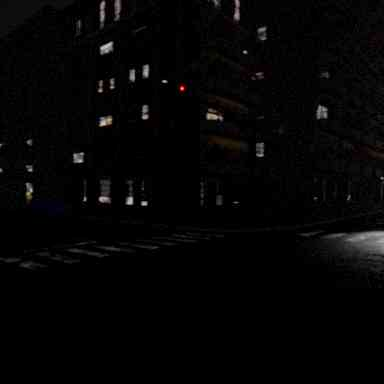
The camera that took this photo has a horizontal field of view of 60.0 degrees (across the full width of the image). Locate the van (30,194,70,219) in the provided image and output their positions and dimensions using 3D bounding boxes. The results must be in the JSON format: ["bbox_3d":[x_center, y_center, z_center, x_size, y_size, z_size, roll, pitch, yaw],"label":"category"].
[{"bbox_3d":[-11.153,1.097,25.981,3.998,1.788,1.690,1,1,41],"label":"van"}]

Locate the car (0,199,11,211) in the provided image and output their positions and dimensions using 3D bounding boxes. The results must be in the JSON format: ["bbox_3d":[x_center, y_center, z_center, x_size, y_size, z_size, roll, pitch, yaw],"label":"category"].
[{"bbox_3d":[-19.877,1.193,33.409,4.829,1.417,1.752,1,1,41],"label":"car"}]
